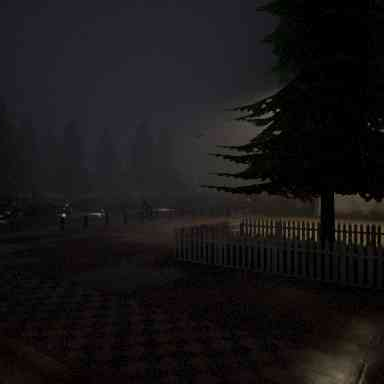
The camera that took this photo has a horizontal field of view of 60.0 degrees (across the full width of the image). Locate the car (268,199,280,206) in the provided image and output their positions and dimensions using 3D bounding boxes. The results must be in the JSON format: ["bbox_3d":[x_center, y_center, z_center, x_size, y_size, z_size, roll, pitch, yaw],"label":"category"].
[{"bbox_3d":[14.328,1.547,55.741,2.033,1.411,5.357,0,0,36],"label":"car"}]

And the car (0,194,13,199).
[{"bbox_3d":[-18.174,1.222,28.597,2.150,2.045,5.566,0,0,35],"label":"car"}]

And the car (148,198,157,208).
[{"bbox_3d":[-6.621,1.526,44.779,1.812,1.442,4.674,0,0,36],"label":"car"}]

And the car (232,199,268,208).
[{"bbox_3d":[8.414,1.221,47.443,2.150,2.045,5.566,0,0,36],"label":"car"}]

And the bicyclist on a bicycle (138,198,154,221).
[{"bbox_3d":[-3.385,1.302,24.388,1.656,1.620,0.582,0,0,36],"label":"bicyclist on a bicycle"}]

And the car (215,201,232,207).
[{"bbox_3d":[5.147,1.564,48.961,1.994,1.385,4.181,0,0,35],"label":"car"}]

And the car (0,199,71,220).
[{"bbox_3d":[-13.687,1.547,28.861,2.033,1.411,5.357,0,0,35],"label":"car"}]

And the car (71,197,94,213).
[{"bbox_3d":[-12.570,1.352,36.448,2.097,1.767,4.553,0,0,36],"label":"car"}]

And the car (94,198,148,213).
[{"bbox_3d":[-7.838,1.547,37.055,2.033,1.411,5.357,0,0,35],"label":"car"}]

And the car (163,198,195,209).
[{"bbox_3d":[-1.665,1.547,45.680,2.033,1.411,5.357,0,0,36],"label":"car"}]
